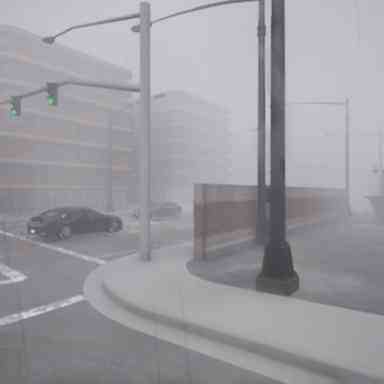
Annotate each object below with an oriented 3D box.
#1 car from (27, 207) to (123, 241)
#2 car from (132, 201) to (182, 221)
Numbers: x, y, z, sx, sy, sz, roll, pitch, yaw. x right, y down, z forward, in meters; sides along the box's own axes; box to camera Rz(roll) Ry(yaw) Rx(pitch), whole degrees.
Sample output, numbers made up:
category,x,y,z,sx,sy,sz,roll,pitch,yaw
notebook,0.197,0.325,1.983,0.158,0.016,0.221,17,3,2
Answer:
category,x,y,z,sx,sy,sz,roll,pitch,yaw
car,-5.713,1.507,16.872,1.837,1.490,4.892,0,0,36
car,-2.780,1.492,27.129,1.837,1.490,4.892,0,0,36
